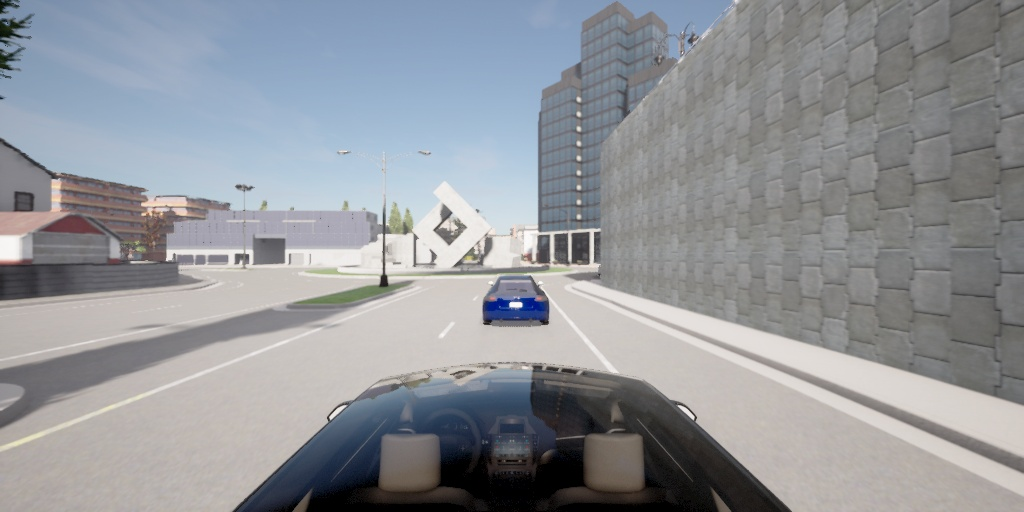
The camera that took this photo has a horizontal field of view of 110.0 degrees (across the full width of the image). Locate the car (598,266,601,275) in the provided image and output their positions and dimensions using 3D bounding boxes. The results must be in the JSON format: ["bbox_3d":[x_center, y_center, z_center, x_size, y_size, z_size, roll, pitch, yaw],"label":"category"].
[{"bbox_3d":[10.353,1.274,35.087,4.674,1.442,1.812,0,0,-39],"label":"car"}]

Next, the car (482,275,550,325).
[{"bbox_3d":[0.124,1.313,11.899,1.994,1.385,4.181,0,0,0],"label":"car"}]
